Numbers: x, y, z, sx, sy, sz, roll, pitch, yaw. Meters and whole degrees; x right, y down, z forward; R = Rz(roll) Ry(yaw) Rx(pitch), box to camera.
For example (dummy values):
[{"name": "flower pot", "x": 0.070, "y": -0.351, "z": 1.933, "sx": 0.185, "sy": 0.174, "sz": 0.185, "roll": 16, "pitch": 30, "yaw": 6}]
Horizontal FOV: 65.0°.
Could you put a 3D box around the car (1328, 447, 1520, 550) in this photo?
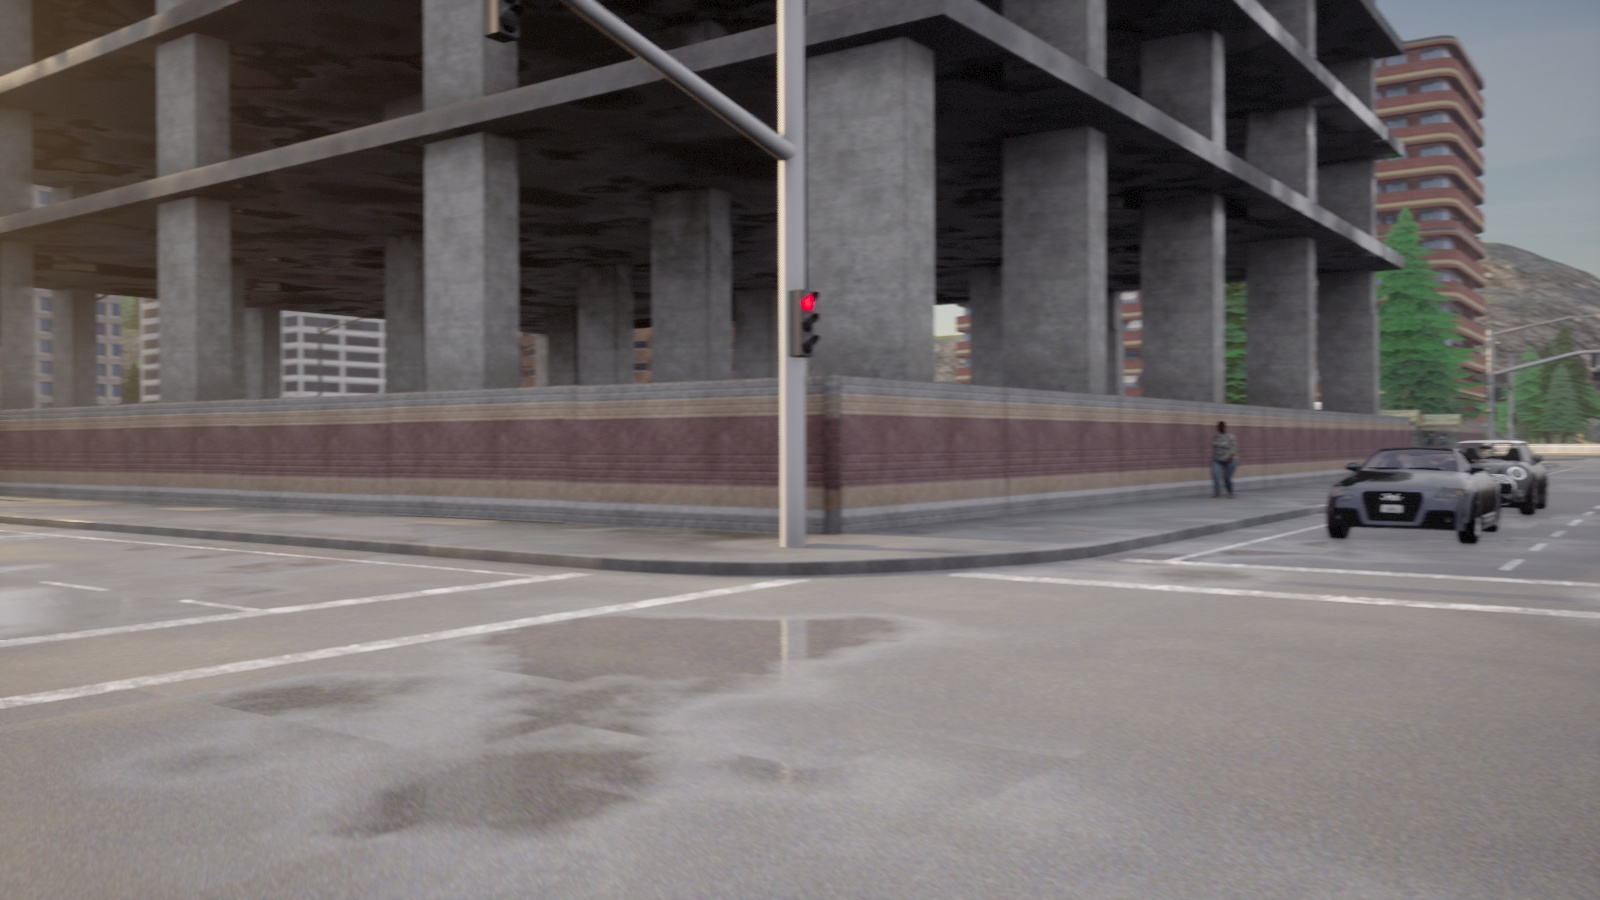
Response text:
[{"name": "car", "x": 9.702, "y": 0.659, "z": 19.353, "sx": 1.994, "sy": 1.385, "sz": 4.181, "roll": 0, "pitch": 0, "yaw": 36}]

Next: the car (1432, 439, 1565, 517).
[{"name": "car", "x": 14.485, "y": 0.514, "z": 25.946, "sx": 1.970, "sy": 1.475, "sz": 3.806, "roll": 0, "pitch": 0, "yaw": 36}]

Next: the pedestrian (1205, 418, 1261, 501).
[{"name": "pedestrian", "x": 9.862, "y": 0.204, "z": 28.608, "sx": 0.900, "sy": 1.855, "sz": 0.874, "roll": 0, "pitch": 0, "yaw": -42}]
